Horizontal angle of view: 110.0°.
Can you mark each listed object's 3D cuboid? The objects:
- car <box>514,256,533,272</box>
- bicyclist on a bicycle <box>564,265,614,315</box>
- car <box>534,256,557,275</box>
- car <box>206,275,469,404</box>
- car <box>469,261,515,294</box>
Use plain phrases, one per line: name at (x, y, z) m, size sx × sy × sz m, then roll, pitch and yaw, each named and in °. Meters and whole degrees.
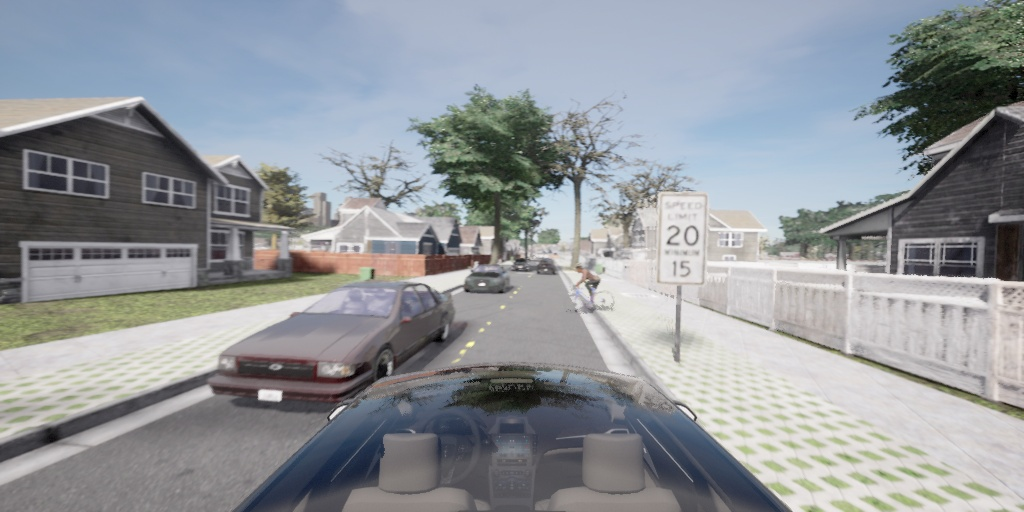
car at (1.072, 0.993, 40.520) m, size 1.837 × 1.490 × 4.892 m, roll 2°, pitch 0°, yaw 6°
bicyclist on a bicycle at (2.491, 1.098, 11.912) m, size 1.656 × 1.620 × 0.582 m, roll -8°, pitch -1°, yaw 6°
car at (3.551, 1.082, 37.136) m, size 1.837 × 1.490 × 4.892 m, roll 2°, pitch 1°, yaw 6°
car at (-2.486, 1.192, 6.738) m, size 2.033 × 1.411 × 5.357 m, roll 2°, pitch 0°, yaw 6°
car at (-1.228, 1.148, 18.974) m, size 1.994 × 1.385 × 4.181 m, roll 2°, pitch 1°, yaw 6°
